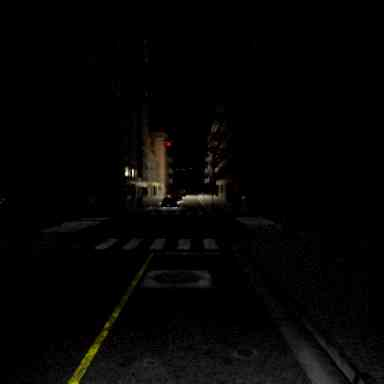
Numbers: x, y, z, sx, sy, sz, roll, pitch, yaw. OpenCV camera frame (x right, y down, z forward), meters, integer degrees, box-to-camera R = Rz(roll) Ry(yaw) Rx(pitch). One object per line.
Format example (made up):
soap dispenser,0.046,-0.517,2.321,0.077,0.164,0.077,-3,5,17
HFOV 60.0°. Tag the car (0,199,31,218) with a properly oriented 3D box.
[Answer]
car,-15.238,1.268,26.024,4.829,1.417,1.752,0,0,0

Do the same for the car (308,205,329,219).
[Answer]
car,11.645,1.294,25.975,4.829,1.417,1.752,0,0,0

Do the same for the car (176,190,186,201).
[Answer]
car,-2.725,0.891,61.018,2.128,1.511,4.902,0,1,0

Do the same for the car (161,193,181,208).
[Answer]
car,-2.735,1.145,41.213,2.033,1.411,5.357,0,1,0
